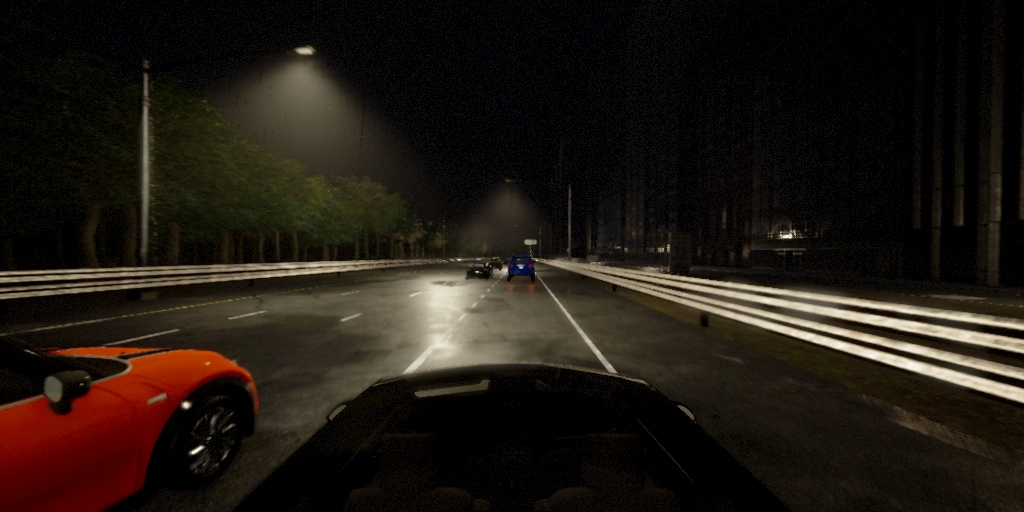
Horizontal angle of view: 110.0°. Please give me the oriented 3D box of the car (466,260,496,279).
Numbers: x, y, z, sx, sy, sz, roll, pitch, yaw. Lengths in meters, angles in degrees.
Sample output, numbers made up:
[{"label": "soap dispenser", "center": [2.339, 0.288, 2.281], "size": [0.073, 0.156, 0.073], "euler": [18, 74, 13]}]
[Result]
[{"label": "car", "center": [-2.792, 1.282, 31.445], "size": [1.994, 1.385, 4.181], "euler": [0, 0, 2]}]

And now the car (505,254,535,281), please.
[{"label": "car", "center": [0.794, 0.970, 30.489], "size": [2.150, 2.045, 5.566], "euler": [1, 0, 2]}]

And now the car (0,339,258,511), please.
[{"label": "car", "center": [-3.651, 1.072, 1.745], "size": [2.097, 1.767, 4.553], "euler": [0, 0, 2]}]

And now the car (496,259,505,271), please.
[{"label": "car", "center": [-2.308, 1.228, 49.458], "size": [1.837, 1.490, 4.892], "euler": [0, 0, 1]}]
